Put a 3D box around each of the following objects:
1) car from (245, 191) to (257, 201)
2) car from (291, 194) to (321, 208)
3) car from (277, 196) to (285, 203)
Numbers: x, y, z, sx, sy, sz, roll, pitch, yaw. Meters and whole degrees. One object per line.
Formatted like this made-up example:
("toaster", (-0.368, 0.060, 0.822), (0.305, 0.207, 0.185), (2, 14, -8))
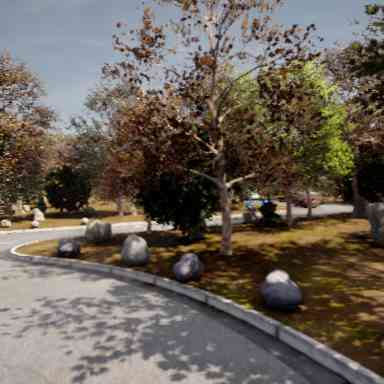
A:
("car", (9.985, 0.610, 62.417), (2.150, 2.045, 5.566), (0, 1, -28))
("car", (14.566, 1.036, 42.159), (2.097, 1.767, 4.553), (-2, 1, -1))
("car", (15.367, 1.064, 52.239), (1.994, 1.385, 4.181), (0, 1, -27))
